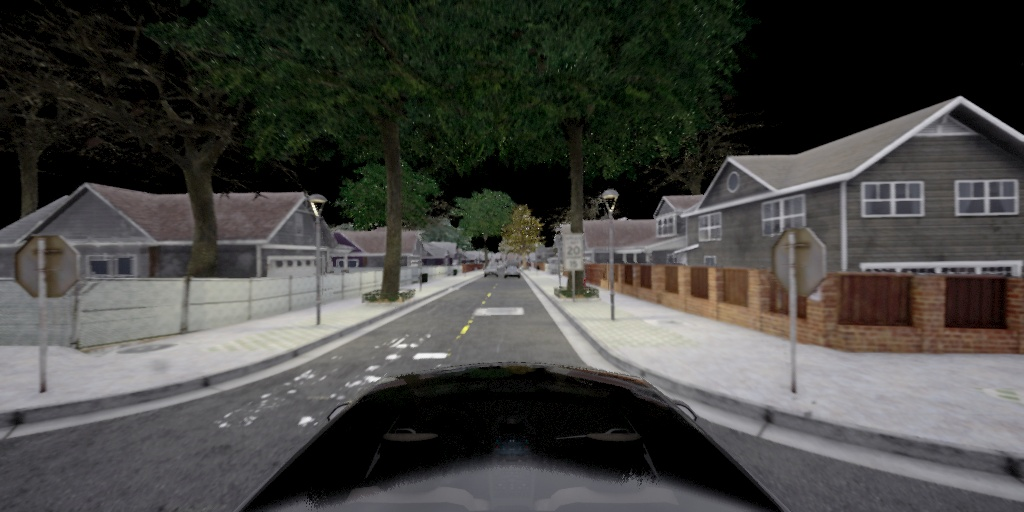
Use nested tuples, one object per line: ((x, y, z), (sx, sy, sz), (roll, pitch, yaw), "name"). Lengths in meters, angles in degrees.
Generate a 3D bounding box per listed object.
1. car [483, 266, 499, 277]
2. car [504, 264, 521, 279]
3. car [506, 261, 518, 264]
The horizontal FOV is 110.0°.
((-2.711, 2.035, 47.813), (1.837, 1.490, 4.892), (-1, -1, 0), "car")
((0.034, 1.972, 43.212), (1.994, 1.385, 4.181), (-1, -1, 0), "car")
((0.041, 1.802, 53.266), (2.150, 2.045, 5.566), (-1, -1, 0), "car")
